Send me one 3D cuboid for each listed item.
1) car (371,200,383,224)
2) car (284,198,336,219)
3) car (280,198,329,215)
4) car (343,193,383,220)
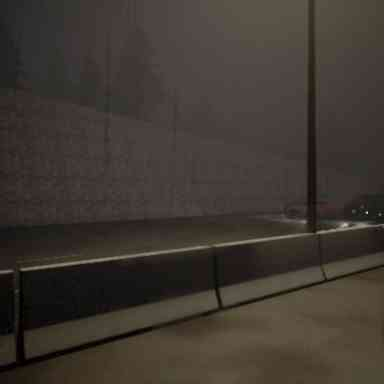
[{"bbox_3d":[14.612,1.438,22.911,4.674,1.442,1.812,0,0,-35],"label":"car"},{"bbox_3d":[10.238,1.390,28.393,5.008,1.535,1.882,0,0,-35],"label":"car"},{"bbox_3d":[11.333,1.400,33.420,4.902,1.511,2.128,0,0,-35],"label":"car"},{"bbox_3d":[14.696,1.129,27.230,5.566,2.045,2.150,0,0,-35],"label":"car"}]
